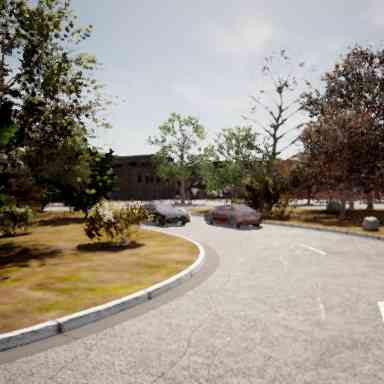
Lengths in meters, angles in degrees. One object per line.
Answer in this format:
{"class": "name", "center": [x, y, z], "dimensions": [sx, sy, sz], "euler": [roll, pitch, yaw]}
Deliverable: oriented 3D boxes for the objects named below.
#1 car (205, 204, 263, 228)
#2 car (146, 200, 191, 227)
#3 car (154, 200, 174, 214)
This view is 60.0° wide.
{"class": "car", "center": [2.578, 1.479, 21.418], "dimensions": [1.994, 1.385, 4.181], "euler": [0, 0, -30]}
{"class": "car", "center": [-2.178, 1.466, 22.552], "dimensions": [2.033, 1.411, 5.357], "euler": [0, 0, -33]}
{"class": "car", "center": [-3.024, 1.512, 35.300], "dimensions": [1.895, 1.301, 4.718], "euler": [0, 0, -8]}
